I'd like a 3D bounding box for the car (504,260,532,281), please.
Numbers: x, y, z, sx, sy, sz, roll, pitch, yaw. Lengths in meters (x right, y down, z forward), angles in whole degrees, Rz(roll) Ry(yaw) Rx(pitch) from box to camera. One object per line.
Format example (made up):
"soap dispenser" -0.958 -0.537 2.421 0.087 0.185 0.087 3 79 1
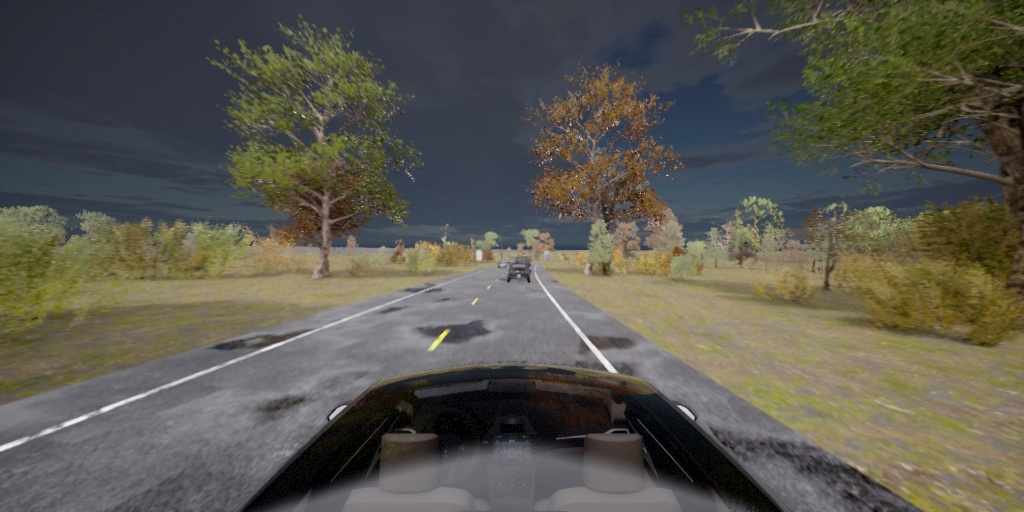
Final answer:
"car" 0.601 1.293 29.920 1.837 1.490 4.892 0 0 2

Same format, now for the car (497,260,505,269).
"car" -1.380 1.365 60.816 2.128 1.511 4.902 0 0 5

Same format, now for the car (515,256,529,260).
"car" 1.419 1.065 47.854 2.150 2.045 5.566 0 0 3
